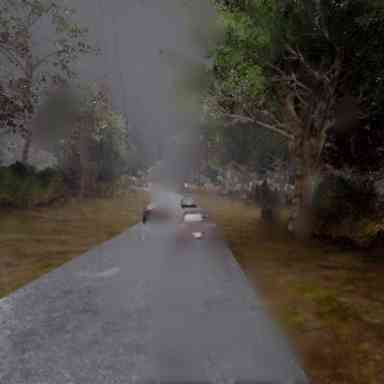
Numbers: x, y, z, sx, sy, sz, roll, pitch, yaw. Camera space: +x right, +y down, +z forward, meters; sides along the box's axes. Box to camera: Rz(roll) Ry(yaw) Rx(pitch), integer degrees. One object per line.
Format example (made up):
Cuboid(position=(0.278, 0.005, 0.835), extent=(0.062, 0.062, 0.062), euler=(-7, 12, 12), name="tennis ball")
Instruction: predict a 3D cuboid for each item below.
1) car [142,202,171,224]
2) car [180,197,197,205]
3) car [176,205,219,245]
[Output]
Cuboid(position=(-2.656, 1.548, 25.840), extent=(1.882, 1.535, 5.008), euler=(0, 0, 0), name="car")
Cuboid(position=(-0.483, 1.304, 43.683), extent=(1.994, 1.385, 4.181), euler=(-1, 2, -4), name="car")
Cuboid(position=(0.238, 1.577, 15.861), extent=(1.812, 1.442, 4.674), euler=(-1, 0, 0), name="car")
